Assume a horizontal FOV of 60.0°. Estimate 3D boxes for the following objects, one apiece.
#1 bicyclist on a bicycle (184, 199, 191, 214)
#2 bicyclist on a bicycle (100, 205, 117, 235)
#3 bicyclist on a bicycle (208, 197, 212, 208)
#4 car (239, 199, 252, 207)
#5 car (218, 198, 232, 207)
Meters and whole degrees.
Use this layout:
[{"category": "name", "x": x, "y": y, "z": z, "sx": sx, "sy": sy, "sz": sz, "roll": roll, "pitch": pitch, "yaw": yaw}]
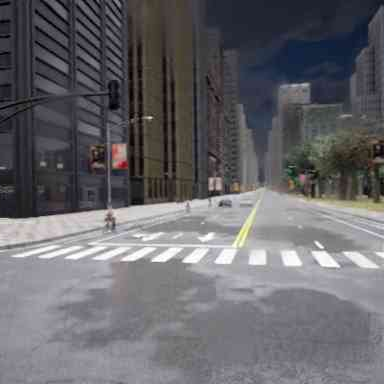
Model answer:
[{"category": "bicyclist on a bicycle", "x": -0.474, "y": 1.550, "z": 36.402, "sx": 0.866, "sy": 1.612, "sz": 1.509, "roll": -1, "pitch": 0, "yaw": 12}, {"category": "bicyclist on a bicycle", "x": -4.462, "y": 1.494, "z": 18.057, "sx": 0.866, "sy": 1.612, "sz": 1.509, "roll": -1, "pitch": 0, "yaw": 13}, {"category": "bicyclist on a bicycle", "x": 2.817, "y": 1.628, "z": 52.286, "sx": 0.582, "sy": 1.620, "sz": 1.656, "roll": -1, "pitch": 0, "yaw": 12}, {"category": "car", "x": 8.609, "y": 1.699, "z": 53.064, "sx": 1.895, "sy": 1.301, "sz": 4.718, "roll": -1, "pitch": 0, "yaw": 12}, {"category": "car", "x": 5.437, "y": 1.695, "z": 53.773, "sx": 2.033, "sy": 1.411, "sz": 5.357, "roll": -1, "pitch": 0, "yaw": 12}]
